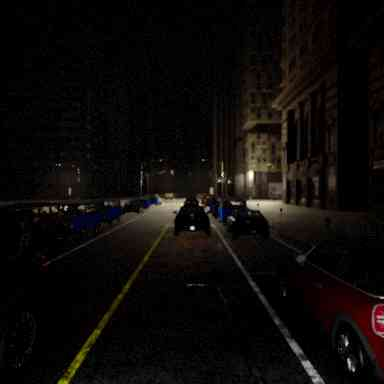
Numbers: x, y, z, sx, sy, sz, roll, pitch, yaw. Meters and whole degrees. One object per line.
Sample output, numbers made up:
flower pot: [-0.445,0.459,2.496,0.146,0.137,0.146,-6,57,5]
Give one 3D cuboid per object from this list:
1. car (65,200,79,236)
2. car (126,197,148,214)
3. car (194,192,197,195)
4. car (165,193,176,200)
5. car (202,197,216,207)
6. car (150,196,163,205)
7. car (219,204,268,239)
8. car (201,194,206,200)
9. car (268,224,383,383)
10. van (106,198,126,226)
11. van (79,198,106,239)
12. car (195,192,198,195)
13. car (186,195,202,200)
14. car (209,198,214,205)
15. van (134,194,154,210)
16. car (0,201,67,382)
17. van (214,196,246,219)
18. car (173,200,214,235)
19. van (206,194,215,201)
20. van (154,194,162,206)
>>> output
car: [-5.806,1.297,11.034,2.192,1.841,5.009,0,0,0]
car: [-5.902,1.518,33.744,1.802,1.307,4.206,0,0,0]
car: [2.363,1.375,94.755,2.008,1.369,4.403,0,0,0]
car: [-6.138,1.157,89.068,2.192,1.841,5.009,0,0,0]
car: [2.551,1.477,50.823,1.802,1.307,4.206,0,0,0]
car: [-5.998,1.420,56.284,1.752,1.417,4.829,0,0,0]
car: [2.696,1.511,16.758,2.008,1.369,4.403,0,0,0]
car: [2.574,1.345,45.145,1.967,1.590,4.097,0,0,0]
car: [2.744,1.425,5.402,1.967,1.590,4.097,0,0,0]
van: [-5.854,1.299,22.389,1.690,1.788,3.998,0,0,0]
van: [-5.830,1.311,16.712,1.690,1.788,3.998,0,0,0]
car: [2.411,1.391,83.473,2.008,1.369,4.403,0,0,0]
car: [-0.069,1.421,40.436,1.837,1.490,4.892,0,0,0]
car: [2.647,1.482,28.113,1.887,1.381,4.507,0,0,0]
van: [-5.927,1.266,39.422,1.690,1.788,3.998,0,0,0]
car: [-3.103,1.219,2.515,2.150,2.045,5.566,0,0,0]
van: [2.671,1.289,22.435,1.690,1.788,3.998,0,0,0]
car: [0.016,1.466,18.533,1.837,1.490,4.892,0,1,0]
van: [2.623,1.267,33.790,1.690,1.788,3.998,0,0,0]
van: [-5.975,1.246,50.776,1.690,1.788,3.998,0,0,0]
